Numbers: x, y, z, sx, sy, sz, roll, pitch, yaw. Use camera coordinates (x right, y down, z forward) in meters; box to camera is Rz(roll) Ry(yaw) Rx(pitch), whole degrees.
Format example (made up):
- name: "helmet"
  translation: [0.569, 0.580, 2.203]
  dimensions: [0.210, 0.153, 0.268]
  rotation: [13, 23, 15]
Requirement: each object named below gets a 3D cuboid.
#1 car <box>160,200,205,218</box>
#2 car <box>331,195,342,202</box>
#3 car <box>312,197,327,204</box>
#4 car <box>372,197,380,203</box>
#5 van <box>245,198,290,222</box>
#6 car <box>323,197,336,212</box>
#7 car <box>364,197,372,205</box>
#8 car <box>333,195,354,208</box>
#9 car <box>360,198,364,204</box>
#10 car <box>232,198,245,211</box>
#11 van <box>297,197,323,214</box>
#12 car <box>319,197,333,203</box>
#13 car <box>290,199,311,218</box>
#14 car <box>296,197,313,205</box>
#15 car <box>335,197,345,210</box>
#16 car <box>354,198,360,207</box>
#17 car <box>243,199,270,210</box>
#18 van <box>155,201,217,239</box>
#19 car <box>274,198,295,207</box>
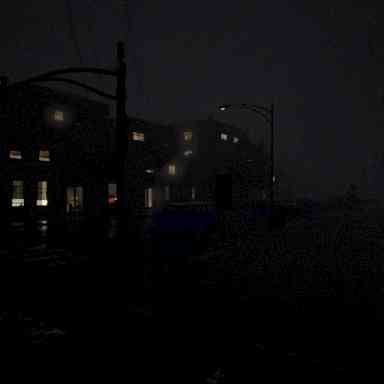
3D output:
- name: "car"
  translation: [-0.805, 1.558, 31.412]
  dimensions: [1.752, 1.417, 4.829]
  rotation: [0, 0, 35]
- name: "car"
  translation: [37.276, 1.712, 85.844]
  dimensions: [1.967, 1.590, 4.097]
  rotation: [0, 0, 35]
- name: "car"
  translation: [27.682, 1.728, 72.131]
  dimensions: [1.752, 1.417, 4.829]
  rotation: [0, 0, 35]
- name: "car"
  translation: [44.133, 1.899, 81.026]
  dimensions: [1.947, 1.339, 4.313]
  rotation: [0, 0, 35]
- name: "van"
  translation: [6.149, 1.436, 26.733]
  dimensions: [1.690, 1.788, 3.998]
  rotation: [0, 0, 35]
- name: "car"
  translation: [15.742, 1.671, 40.446]
  dimensions: [1.752, 1.417, 4.829]
  rotation: [0, 0, 35]
- name: "car"
  translation: [34.637, 1.810, 67.452]
  dimensions: [1.887, 1.381, 4.507]
  rotation: [0, 0, 35]
- name: "car"
  translation: [21.977, 1.497, 49.355]
  dimensions: [2.192, 1.841, 5.009]
  rotation: [0, 0, 35]
- name: "car"
  translation: [28.404, 1.748, 58.543]
  dimensions: [1.752, 1.417, 4.829]
  rotation: [0, 0, 35]
- name: "car"
  translation: [5.624, 1.506, 40.601]
  dimensions: [1.967, 1.590, 4.097]
  rotation: [0, 0, 35]
- name: "van"
  translation: [12.480, 1.469, 35.781]
  dimensions: [1.690, 1.788, 3.998]
  rotation: [0, 0, 35]
- name: "car"
  translation: [30.945, 1.792, 76.795]
  dimensions: [1.947, 1.339, 4.313]
  rotation: [0, 0, 35]
- name: "car"
  translation: [9.313, 1.655, 31.256]
  dimensions: [1.887, 1.381, 4.507]
  rotation: [0, 0, 35]
- name: "car"
  translation: [21.450, 1.705, 63.222]
  dimensions: [1.887, 1.381, 4.507]
  rotation: [0, 0, 35]
- name: "car"
  translation: [18.809, 1.729, 44.830]
  dimensions: [1.947, 1.339, 4.313]
  rotation: [0, 0, 35]
- name: "car"
  translation: [25.142, 1.516, 53.880]
  dimensions: [2.192, 1.841, 5.009]
  rotation: [0, 0, 35]
- name: "car"
  translation: [8.788, 1.629, 45.125]
  dimensions: [1.887, 1.381, 4.507]
  rotation: [0, 0, 35]
- name: "van"
  translation: [-0.181, 1.407, 17.684]
  dimensions: [1.690, 1.788, 3.998]
  rotation: [0, 0, 35]
- name: "car"
  translation: [15.119, 1.665, 54.173]
  dimensions: [1.887, 1.381, 4.507]
  rotation: [0, 0, 35]
